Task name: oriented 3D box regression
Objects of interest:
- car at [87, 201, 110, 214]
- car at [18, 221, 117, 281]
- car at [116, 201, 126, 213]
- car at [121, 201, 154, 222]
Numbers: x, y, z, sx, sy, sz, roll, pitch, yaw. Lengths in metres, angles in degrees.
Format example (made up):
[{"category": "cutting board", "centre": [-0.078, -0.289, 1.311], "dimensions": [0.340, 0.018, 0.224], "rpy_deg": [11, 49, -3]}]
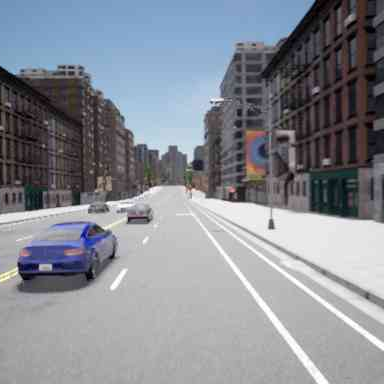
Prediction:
[{"category": "car", "centre": [-11.501, 1.860, 41.307], "dimensions": [1.812, 1.442, 4.674], "rpy_deg": [-1, -1, -2]}, {"category": "car", "centre": [-3.523, 1.613, 10.085], "dimensions": [1.812, 1.442, 4.674], "rpy_deg": [-1, 0, -2]}, {"category": "car", "centre": [-8.268, 1.817, 41.857], "dimensions": [1.812, 1.442, 4.674], "rpy_deg": [-1, -1, -2]}, {"category": "car", "centre": [-4.304, 1.719, 28.105], "dimensions": [2.033, 1.411, 5.357], "rpy_deg": [-1, 0, -2]}]
